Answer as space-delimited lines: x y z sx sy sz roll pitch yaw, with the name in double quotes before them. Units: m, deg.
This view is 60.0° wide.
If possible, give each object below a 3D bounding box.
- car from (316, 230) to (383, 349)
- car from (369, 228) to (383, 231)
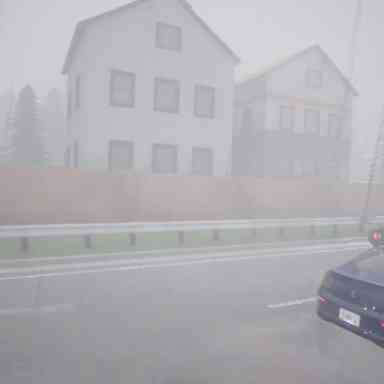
"car" 4.111 1.501 5.353 4.674 1.442 1.812 1 2 -27
"car" 8.392 1.554 11.409 4.718 1.301 1.895 1 2 -27
